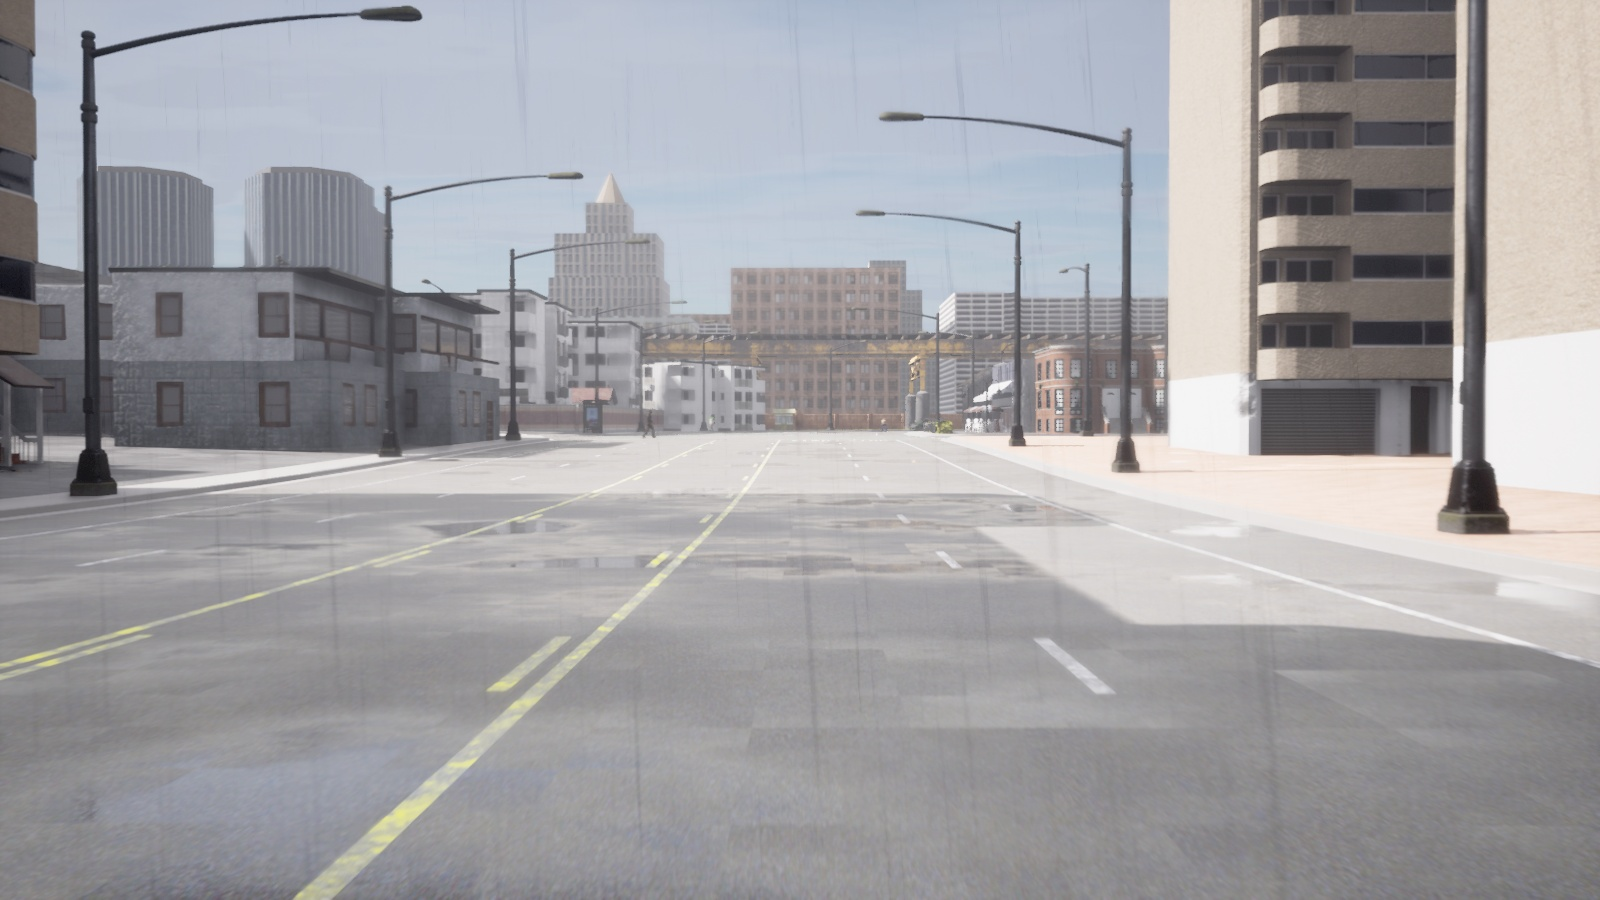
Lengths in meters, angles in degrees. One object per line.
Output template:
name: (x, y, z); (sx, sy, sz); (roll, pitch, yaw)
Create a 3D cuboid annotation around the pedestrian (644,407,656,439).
pedestrian: (-9.075, -1.628, 75.847); (0.692, 1.930, 0.395); (0, 1, -3)
